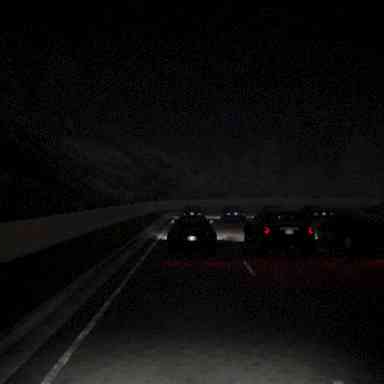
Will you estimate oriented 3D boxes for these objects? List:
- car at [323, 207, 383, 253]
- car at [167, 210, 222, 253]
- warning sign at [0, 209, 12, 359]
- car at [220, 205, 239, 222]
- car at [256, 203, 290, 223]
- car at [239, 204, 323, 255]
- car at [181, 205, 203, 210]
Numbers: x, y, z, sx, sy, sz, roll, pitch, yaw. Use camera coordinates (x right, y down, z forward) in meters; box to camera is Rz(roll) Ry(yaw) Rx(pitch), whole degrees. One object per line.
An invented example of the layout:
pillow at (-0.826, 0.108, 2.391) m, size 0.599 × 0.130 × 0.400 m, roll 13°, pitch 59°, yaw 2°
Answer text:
car at (7.006, 1.645, 14.308) m, size 1.837 × 1.490 × 4.892 m, roll 0°, pitch 0°, yaw 0°
car at (0.006, 1.702, 14.304) m, size 1.994 × 1.385 × 4.181 m, roll 0°, pitch -1°, yaw 0°
warning sign at (-3.049, 1.154, 3.883) m, size 1.300 × 1.860 × 1.060 m, roll 0°, pitch -1°, yaw 0°
car at (3.508, 1.825, 28.992) m, size 2.033 × 1.411 × 5.357 m, roll 0°, pitch -1°, yaw 0°
car at (7.016, 1.788, 29.305) m, size 1.837 × 1.490 × 4.892 m, roll 0°, pitch 0°, yaw 0°
car at (3.505, 1.485, 14.087) m, size 2.097 × 1.767 × 4.553 m, roll 0°, pitch -1°, yaw 0°
car at (0.008, 1.825, 28.992) m, size 2.033 × 1.411 × 5.357 m, roll 0°, pitch -1°, yaw 0°
